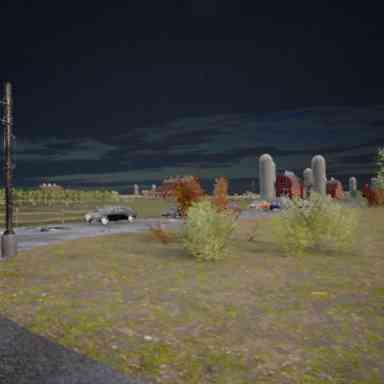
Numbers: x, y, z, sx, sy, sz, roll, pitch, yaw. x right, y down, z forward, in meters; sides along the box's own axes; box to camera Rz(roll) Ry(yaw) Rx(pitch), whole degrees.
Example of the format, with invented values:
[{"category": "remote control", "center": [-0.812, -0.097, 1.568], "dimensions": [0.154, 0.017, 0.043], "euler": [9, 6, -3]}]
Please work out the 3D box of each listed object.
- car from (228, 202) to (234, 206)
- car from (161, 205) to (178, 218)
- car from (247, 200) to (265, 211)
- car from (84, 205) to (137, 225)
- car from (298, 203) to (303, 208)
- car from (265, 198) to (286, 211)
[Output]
[{"category": "car", "center": [4.437, 2.119, 43.730], "dimensions": [1.837, 1.490, 4.892], "euler": [-2, -2, 36]}, {"category": "car", "center": [-1.331, 2.012, 35.732], "dimensions": [1.837, 1.490, 4.892], "euler": [-2, -2, 36]}, {"category": "car", "center": [10.385, 2.076, 51.926], "dimensions": [2.097, 1.767, 4.553], "euler": [-2, -2, 36]}, {"category": "car", "center": [-6.804, 1.897, 28.147], "dimensions": [2.128, 1.511, 4.902], "euler": [-2, -2, 35]}, {"category": "car", "center": [19.510, 2.110, 58.523], "dimensions": [2.097, 1.767, 4.553], "euler": [-2, -2, 36]}, {"category": "car", "center": [13.502, 1.866, 50.136], "dimensions": [2.150, 2.045, 5.566], "euler": [-2, -2, 36]}]
